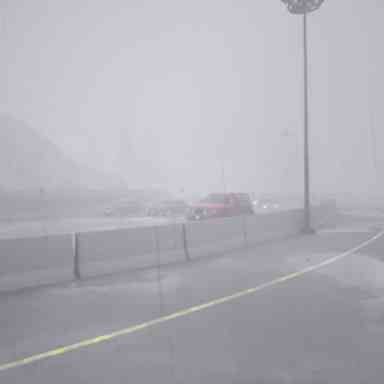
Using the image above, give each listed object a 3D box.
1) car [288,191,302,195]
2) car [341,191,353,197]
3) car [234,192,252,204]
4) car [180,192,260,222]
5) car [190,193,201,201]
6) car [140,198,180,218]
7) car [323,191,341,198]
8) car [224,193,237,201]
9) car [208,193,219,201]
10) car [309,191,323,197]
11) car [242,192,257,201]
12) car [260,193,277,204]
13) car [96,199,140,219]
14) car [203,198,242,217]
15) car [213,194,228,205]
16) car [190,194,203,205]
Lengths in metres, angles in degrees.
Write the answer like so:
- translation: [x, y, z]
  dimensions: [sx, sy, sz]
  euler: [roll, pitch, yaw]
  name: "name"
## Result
- translation: [21.573, 0.518, 69.827]
  dimensions: [1.812, 1.442, 4.674]
  euler: [-1, 0, -1]
  name: "car"
- translation: [32.071, 0.399, 70.006]
  dimensions: [1.994, 1.385, 4.181]
  euler: [-1, 0, -1]
  name: "car"
- translation: [7.706, 0.872, 50.695]
  dimensions: [2.097, 1.767, 4.553]
  euler: [-1, 0, 1]
  name: "car"
- translation: [1.966, 1.041, 21.234]
  dimensions: [2.150, 2.045, 5.566]
  euler: [0, 1, 37]
  name: "car"
- translation: [0.626, 1.001, 65.660]
  dimensions: [2.128, 1.511, 4.902]
  euler: [-1, 0, 0]
  name: "car"
- translation: [-1.873, 1.329, 28.173]
  dimensions: [1.837, 1.490, 4.892]
  euler: [1, 1, 31]
  name: "car"
- translation: [28.572, 0.435, 69.946]
  dimensions: [2.033, 1.411, 5.357]
  euler: [-1, 0, -1]
  name: "car"
- translation: [7.622, 0.904, 66.371]
  dimensions: [1.837, 1.490, 4.892]
  euler: [-1, 0, -1]
  name: "car"
- translation: [4.135, 0.937, 65.069]
  dimensions: [1.882, 1.535, 5.008]
  euler: [-1, 0, 0]
  name: "car"
- translation: [25.072, 0.423, 69.886]
  dimensions: [1.882, 1.535, 5.008]
  euler: [-1, 0, -1]
  name: "car"
- translation: [11.142, 0.862, 64.795]
  dimensions: [2.128, 1.511, 4.902]
  euler: [-1, 0, 0]
  name: "car"
- translation: [11.166, 0.963, 48.938]
  dimensions: [1.882, 1.535, 5.008]
  euler: [-1, 0, 2]
  name: "car"
- translation: [-5.929, 1.383, 28.446]
  dimensions: [1.837, 1.490, 4.892]
  euler: [1, 1, 33]
  name: "car"
- translation: [2.757, 1.277, 29.302]
  dimensions: [1.812, 1.442, 4.674]
  euler: [0, 1, 27]
  name: "car"
- translation: [4.179, 1.108, 49.046]
  dimensions: [1.812, 1.442, 4.674]
  euler: [-1, 0, 1]
  name: "car"
- translation: [0.707, 1.132, 49.751]
  dimensions: [1.837, 1.490, 4.892]
  euler: [-1, 0, 1]
  name: "car"
